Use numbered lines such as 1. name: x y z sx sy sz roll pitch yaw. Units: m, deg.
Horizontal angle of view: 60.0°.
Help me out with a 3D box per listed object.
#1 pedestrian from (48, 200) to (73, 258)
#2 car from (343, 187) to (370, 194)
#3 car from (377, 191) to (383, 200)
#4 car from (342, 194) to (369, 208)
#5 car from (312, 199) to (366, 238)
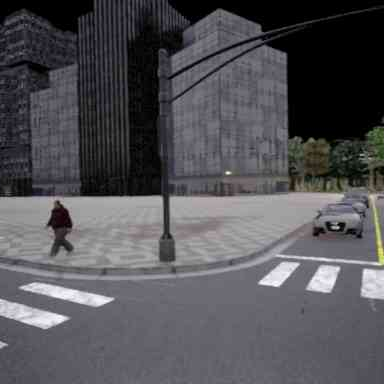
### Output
1. pedestrian: -4.006 1.042 10.131 0.375 1.860 0.375 -1 1 30
2. car: 16.704 0.505 33.706 2.150 2.045 5.566 -1 1 28
3. car: 28.268 0.475 48.956 1.895 1.301 4.718 -1 1 28
4. car: 11.597 1.057 24.306 1.994 1.385 4.181 -1 1 29
5. car: 6.883 1.249 15.585 1.994 1.385 4.181 -1 1 28
